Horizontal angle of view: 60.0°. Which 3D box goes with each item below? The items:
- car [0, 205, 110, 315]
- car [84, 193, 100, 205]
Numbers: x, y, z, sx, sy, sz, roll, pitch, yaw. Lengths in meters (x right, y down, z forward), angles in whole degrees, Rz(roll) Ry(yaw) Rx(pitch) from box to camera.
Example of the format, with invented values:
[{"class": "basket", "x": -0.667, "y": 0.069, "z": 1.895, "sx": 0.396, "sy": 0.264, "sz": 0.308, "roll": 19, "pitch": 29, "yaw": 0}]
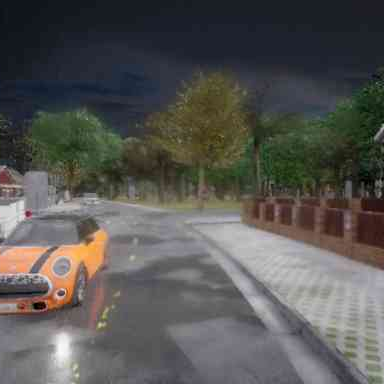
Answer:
[{"class": "car", "x": -3.311, "y": 1.365, "z": 7.874, "sx": 2.097, "sy": 1.767, "sz": 4.553, "roll": 0, "pitch": 0, "yaw": -5}, {"class": "car", "x": -16.367, "y": 1.269, "z": 54.214, "sx": 2.150, "sy": 2.045, "sz": 5.566, "roll": 0, "pitch": 2, "yaw": -21}]
